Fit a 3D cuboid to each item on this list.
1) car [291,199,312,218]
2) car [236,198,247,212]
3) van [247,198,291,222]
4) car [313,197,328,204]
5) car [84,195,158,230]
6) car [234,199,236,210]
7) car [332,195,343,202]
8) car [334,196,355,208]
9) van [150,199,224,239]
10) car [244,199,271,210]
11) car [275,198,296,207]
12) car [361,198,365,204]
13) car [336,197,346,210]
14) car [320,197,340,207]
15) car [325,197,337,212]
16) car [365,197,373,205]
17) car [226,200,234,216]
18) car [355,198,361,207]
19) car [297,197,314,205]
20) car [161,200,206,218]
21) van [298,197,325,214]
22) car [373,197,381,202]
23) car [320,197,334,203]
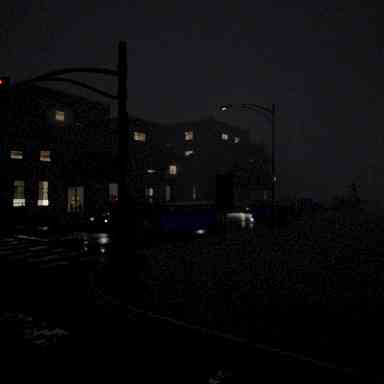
[{"bbox_3d":[9.407,1.655,31.220,1.887,1.381,4.507,0,0,35],"label":"car"},{"bbox_3d":[7.488,1.575,38.533,2.128,1.511,4.902,1,0,35],"label":"car"},{"bbox_3d":[6.232,1.436,26.704,1.690,1.788,3.998,0,0,35],"label":"van"},{"bbox_3d":[27.875,1.728,72.050,1.752,1.417,4.829,0,0,35],"label":"car"},{"bbox_3d":[-4.281,1.248,21.814,2.150,2.045,5.566,1,0,35],"label":"car"},{"bbox_3d":[5.740,1.507,40.573,1.967,1.590,4.097,0,0,35],"label":"car"},{"bbox_3d":[37.502,1.712,85.739,1.967,1.590,4.097,0,0,35],"label":"car"},{"bbox_3d":[22.114,1.497,49.288,2.192,1.841,5.009,0,0,35],"label":"car"},{"bbox_3d":[-0.121,1.407,17.670,1.690,1.788,3.998,0,0,35],"label":"van"},{"bbox_3d":[8.915,1.629,45.090,1.887,1.381,4.507,0,0,35],"label":"car"},{"bbox_3d":[15.268,1.666,54.122,1.887,1.381,4.507,0,0,35],"label":"car"},{"bbox_3d":[28.563,1.748,58.460,1.752,1.417,4.829,0,0,35],"label":"car"},{"bbox_3d":[18.936,1.729,44.770,1.947,1.339,4.313,0,0,35],"label":"car"},{"bbox_3d":[22.747,1.658,54.689,1.882,1.535,5.008,1,0,35],"label":"car"},{"bbox_3d":[15.858,1.671,40.393,1.752,1.417,4.829,0,0,35],"label":"car"},{"bbox_3d":[34.818,1.810,67.354,1.887,1.381,4.507,0,0,35],"label":"car"},{"bbox_3d":[1.530,1.530,30.077,1.882,1.535,5.008,1,0,35],"label":"car"},{"bbox_3d":[25.290,1.517,53.805,2.192,1.841,5.009,0,0,35],"label":"car"},{"bbox_3d":[21.621,1.705,63.155,1.887,1.381,4.507,0,0,35],"label":"car"},{"bbox_3d":[-0.711,1.558,31.400,1.752,1.417,4.829,0,0,35],"label":"car"},{"bbox_3d":[12.584,1.469,35.737,1.690,1.788,3.998,0,0,35],"label":"van"},{"bbox_3d":[44.347,1.899,80.904,1.947,1.339,4.313,0,0,35],"label":"car"},{"bbox_3d":[31.149,1.792,76.706,1.947,1.339,4.313,0,0,35],"label":"car"}]
